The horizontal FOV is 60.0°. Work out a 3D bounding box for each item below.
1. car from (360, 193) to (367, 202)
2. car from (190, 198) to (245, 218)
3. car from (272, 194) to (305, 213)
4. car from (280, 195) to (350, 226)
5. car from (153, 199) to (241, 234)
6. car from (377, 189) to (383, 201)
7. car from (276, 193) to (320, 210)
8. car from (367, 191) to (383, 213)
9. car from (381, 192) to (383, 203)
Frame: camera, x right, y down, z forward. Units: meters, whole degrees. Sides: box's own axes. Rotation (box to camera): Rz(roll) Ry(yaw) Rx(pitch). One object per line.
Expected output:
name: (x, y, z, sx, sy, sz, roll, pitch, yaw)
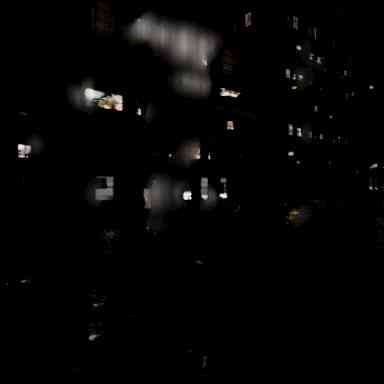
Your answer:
car: (23.552, 0.610, 43.205, 4.507, 1.381, 1.887, -1, 2, -39)
car: (2.018, 1.187, 25.785, 4.206, 1.307, 1.802, -1, 2, -39)
car: (8.771, 0.945, 27.931, 5.008, 1.535, 1.882, -1, 1, -39)
car: (7.461, 1.095, 19.409, 4.829, 1.417, 1.752, -1, 2, -39)
car: (0.217, 1.242, 17.026, 4.674, 1.442, 1.812, -1, 1, -39)
car: (27.858, 0.396, 46.687, 4.097, 1.590, 1.967, -1, 2, -39)
car: (10.500, 0.919, 32.647, 4.829, 1.417, 1.752, -1, 2, -39)
car: (15.942, 0.799, 26.268, 4.097, 1.590, 1.967, -1, 2, -39)
car: (25.337, 0.619, 41.213, 4.181, 1.385, 1.994, -1, 1, -39)
